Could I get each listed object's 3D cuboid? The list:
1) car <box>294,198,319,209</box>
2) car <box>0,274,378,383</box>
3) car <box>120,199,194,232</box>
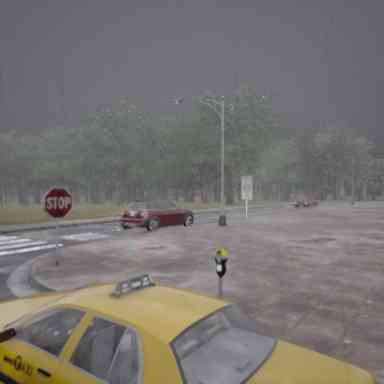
[{"bbox_3d":[14.282,1.375,41.264,1.895,1.301,4.718,0,0,36],"label":"car"},{"bbox_3d":[-0.781,1.519,3.366,4.829,1.417,1.752,0,0,35],"label":"car"},{"bbox_3d":[-1.840,1.181,18.928,2.097,1.767,4.553,0,0,36],"label":"car"}]
